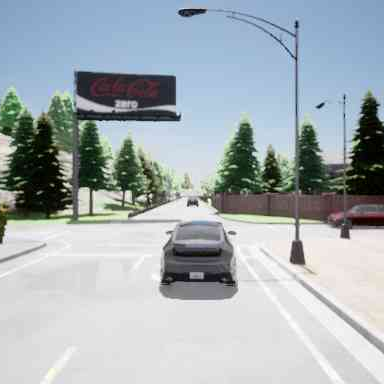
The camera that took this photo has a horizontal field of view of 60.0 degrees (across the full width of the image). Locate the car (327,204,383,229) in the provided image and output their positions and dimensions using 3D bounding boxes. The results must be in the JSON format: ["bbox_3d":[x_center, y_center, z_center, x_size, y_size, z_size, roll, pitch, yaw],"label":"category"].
[{"bbox_3d":[12.131,1.688,23.782,4.553,1.767,2.097,0,0,1],"label":"car"}]

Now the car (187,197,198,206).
[{"bbox_3d":[0.141,1.769,62.547,2.097,1.767,4.553,0,0,0],"label":"car"}]

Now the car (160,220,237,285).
[{"bbox_3d":[0.240,1.572,9.680,1.837,1.490,4.892,0,0,3],"label":"car"}]
